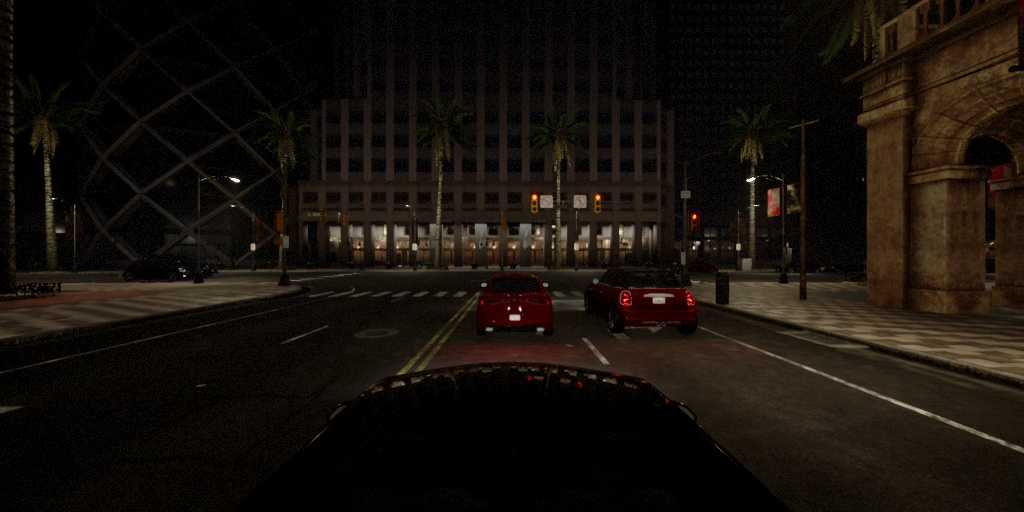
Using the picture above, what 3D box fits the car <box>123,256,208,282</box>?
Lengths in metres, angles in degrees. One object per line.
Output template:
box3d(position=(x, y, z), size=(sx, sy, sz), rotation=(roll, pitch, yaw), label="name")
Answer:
box3d(position=(-27.593, 1.101, 28.452), size=(4.553, 1.767, 2.097), rotation=(0, 0, -6), label="car")

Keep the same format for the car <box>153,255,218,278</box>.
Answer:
box3d(position=(-29.624, 0.969, 31.851), size=(5.566, 2.045, 2.150), rotation=(0, 0, -7), label="car")

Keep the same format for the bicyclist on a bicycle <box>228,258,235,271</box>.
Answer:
box3d(position=(-35.747, 1.048, 45.753), size=(0.582, 1.620, 1.656), rotation=(0, 0, -12), label="bicyclist on a bicycle")

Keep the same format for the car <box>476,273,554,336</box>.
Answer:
box3d(position=(0.081, 1.227, 10.494), size=(1.882, 1.535, 5.008), rotation=(0, 0, 0), label="car")

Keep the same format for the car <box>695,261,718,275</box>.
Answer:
box3d(position=(20.102, 1.273, 39.425), size=(4.674, 1.442, 1.812), rotation=(0, 0, 0), label="car")

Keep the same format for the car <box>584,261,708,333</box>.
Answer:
box3d(position=(3.582, 1.101, 10.835), size=(2.097, 1.767, 4.553), rotation=(0, 0, 0), label="car")

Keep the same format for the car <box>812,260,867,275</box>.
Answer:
box3d(position=(36.572, 1.240, 39.367), size=(4.902, 1.511, 2.128), rotation=(0, 0, 0), label="car")
